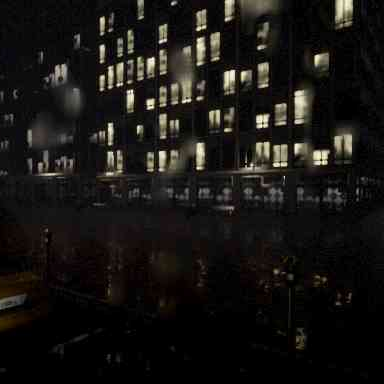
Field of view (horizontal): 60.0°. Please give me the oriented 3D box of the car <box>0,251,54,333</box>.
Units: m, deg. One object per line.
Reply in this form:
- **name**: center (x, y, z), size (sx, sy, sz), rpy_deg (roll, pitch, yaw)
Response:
- **car**: center (-4.456, 1.525, 6.033), size (4.829, 1.417, 1.752), rpy_deg (0, 0, 35)
